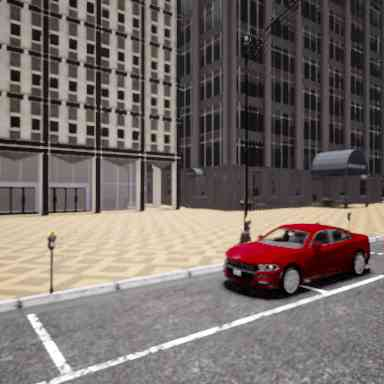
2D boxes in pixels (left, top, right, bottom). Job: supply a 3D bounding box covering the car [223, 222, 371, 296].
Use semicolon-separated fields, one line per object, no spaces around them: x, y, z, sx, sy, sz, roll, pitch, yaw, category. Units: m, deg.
2.822;1.499;8.563;4.507;1.381;1.887;0;1;-36;car
